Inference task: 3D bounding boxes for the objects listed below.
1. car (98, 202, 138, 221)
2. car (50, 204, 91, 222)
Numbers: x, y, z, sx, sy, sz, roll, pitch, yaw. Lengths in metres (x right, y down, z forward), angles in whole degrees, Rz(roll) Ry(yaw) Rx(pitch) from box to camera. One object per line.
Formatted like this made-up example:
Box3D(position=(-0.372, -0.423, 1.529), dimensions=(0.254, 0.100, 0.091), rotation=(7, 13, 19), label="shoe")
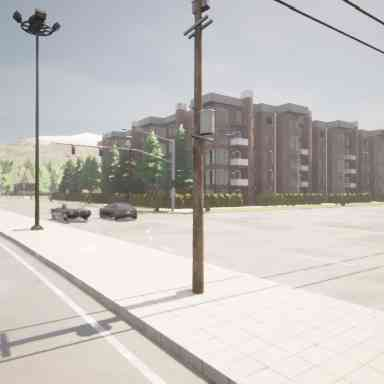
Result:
Box3D(position=(-6.232, 1.564, 27.783), dimensions=(1.994, 1.385, 4.181), rotation=(0, 0, -38), label="car")
Box3D(position=(-9.868, 1.601, 26.760), dimensions=(1.895, 1.301, 4.718), rotation=(0, 0, -38), label="car")
